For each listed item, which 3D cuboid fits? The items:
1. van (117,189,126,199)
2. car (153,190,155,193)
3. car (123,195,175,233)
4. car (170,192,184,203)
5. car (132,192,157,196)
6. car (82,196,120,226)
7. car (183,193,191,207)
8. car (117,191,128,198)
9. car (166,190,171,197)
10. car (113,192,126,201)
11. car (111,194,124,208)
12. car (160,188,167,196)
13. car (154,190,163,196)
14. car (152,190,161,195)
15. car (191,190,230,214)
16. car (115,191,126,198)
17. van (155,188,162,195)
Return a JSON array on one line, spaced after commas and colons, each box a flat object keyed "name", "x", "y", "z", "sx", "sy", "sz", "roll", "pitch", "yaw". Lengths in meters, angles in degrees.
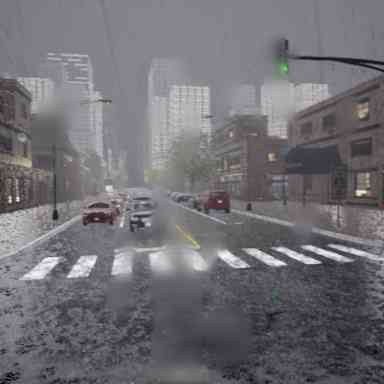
[{"name": "van", "x": -13.519, "y": 0.291, "z": 64.003, "sx": 1.690, "sy": 1.788, "sz": 3.998, "roll": -1, "pitch": 1, "yaw": -10}, {"name": "car", "x": -7.294, "y": 0.196, "z": 76.550, "sx": 1.752, "sy": 1.417, "sz": 4.829, "roll": -1, "pitch": 1, "yaw": -10}, {"name": "car", "x": -2.387, "y": 1.172, "z": 17.577, "sx": 2.128, "sy": 1.511, "sz": 4.902, "roll": -1, "pitch": 1, "yaw": -10}, {"name": "car", "x": -1.296, "y": 0.754, "z": 43.778, "sx": 1.947, "sy": 1.339, "sz": 4.313, "roll": -1, "pitch": 1, "yaw": -10}, {"name": "car", "x": -4.215, "y": 1.018, "z": 27.586, "sx": 1.837, "sy": 1.490, "sz": 4.892, "roll": -1, "pitch": 1, "yaw": -10}, {"name": "car", "x": -5.648, "y": 1.202, "z": 20.520, "sx": 1.887, "sy": 1.381, "sz": 4.507, "roll": -1, "pitch": 1, "yaw": -10}, {"name": "car", "x": 0.693, "y": 0.933, "z": 32.908, "sx": 1.947, "sy": 1.339, "sz": 4.313, "roll": -1, "pitch": 1, "yaw": -10}, {"name": "car", "x": -14.512, "y": 0.416, "z": 69.442, "sx": 2.008, "sy": 1.369, "sz": 4.403, "roll": -1, "pitch": 1, "yaw": -10}, {"name": "car", "x": -2.291, "y": 0.651, "z": 49.211, "sx": 2.008, "sy": 1.369, "sz": 4.403, "roll": -1, "pitch": 1, "yaw": -10}, {"name": "car", "x": -11.528, "y": 0.703, "z": 53.139, "sx": 1.802, "sy": 1.307, "sz": 4.206, "roll": -1, "pitch": 1, "yaw": -10}, {"name": "car", "x": -6.556, "y": 1.132, "z": 25.967, "sx": 1.947, "sy": 1.339, "sz": 4.313, "roll": -1, "pitch": 1, "yaw": -10}, {"name": "car", "x": -4.279, "y": 0.508, "z": 60.080, "sx": 1.802, "sy": 1.307, "sz": 4.206, "roll": -1, "pitch": 1, "yaw": -10}, {"name": "car", "x": -8.257, "y": 0.172, "z": 81.817, "sx": 1.802, "sy": 1.307, "sz": 4.206, "roll": -1, "pitch": 1, "yaw": -10}, {"name": "car", "x": -9.252, "y": 0.072, "z": 87.253, "sx": 1.947, "sy": 1.339, "sz": 4.313, "roll": -1, "pitch": 1, "yaw": -10}, {"name": "car", "x": 1.686, "y": 0.772, "z": 27.469, "sx": 2.192, "sy": 1.841, "sz": 5.009, "roll": -1, "pitch": 1, "yaw": -10}, {"name": "car", "x": -8.514, "y": 0.914, "z": 36.668, "sx": 1.752, "sy": 1.417, "sz": 4.829, "roll": -1, "pitch": 1, "yaw": -10}, {"name": "van", "x": -6.271, "y": 0.098, "z": 70.945, "sx": 1.690, "sy": 1.788, "sz": 3.998, "roll": -1, "pitch": 1, "yaw": -10}]
